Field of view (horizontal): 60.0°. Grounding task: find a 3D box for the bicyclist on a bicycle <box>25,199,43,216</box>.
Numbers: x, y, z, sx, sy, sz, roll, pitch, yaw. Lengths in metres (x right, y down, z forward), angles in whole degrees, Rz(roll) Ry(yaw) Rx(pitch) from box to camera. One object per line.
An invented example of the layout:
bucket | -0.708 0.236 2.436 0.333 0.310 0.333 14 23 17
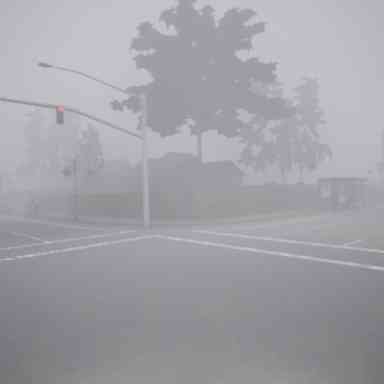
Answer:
bicyclist on a bicycle | -15.238 1.502 31.999 1.656 1.620 0.582 -2 1 -43
